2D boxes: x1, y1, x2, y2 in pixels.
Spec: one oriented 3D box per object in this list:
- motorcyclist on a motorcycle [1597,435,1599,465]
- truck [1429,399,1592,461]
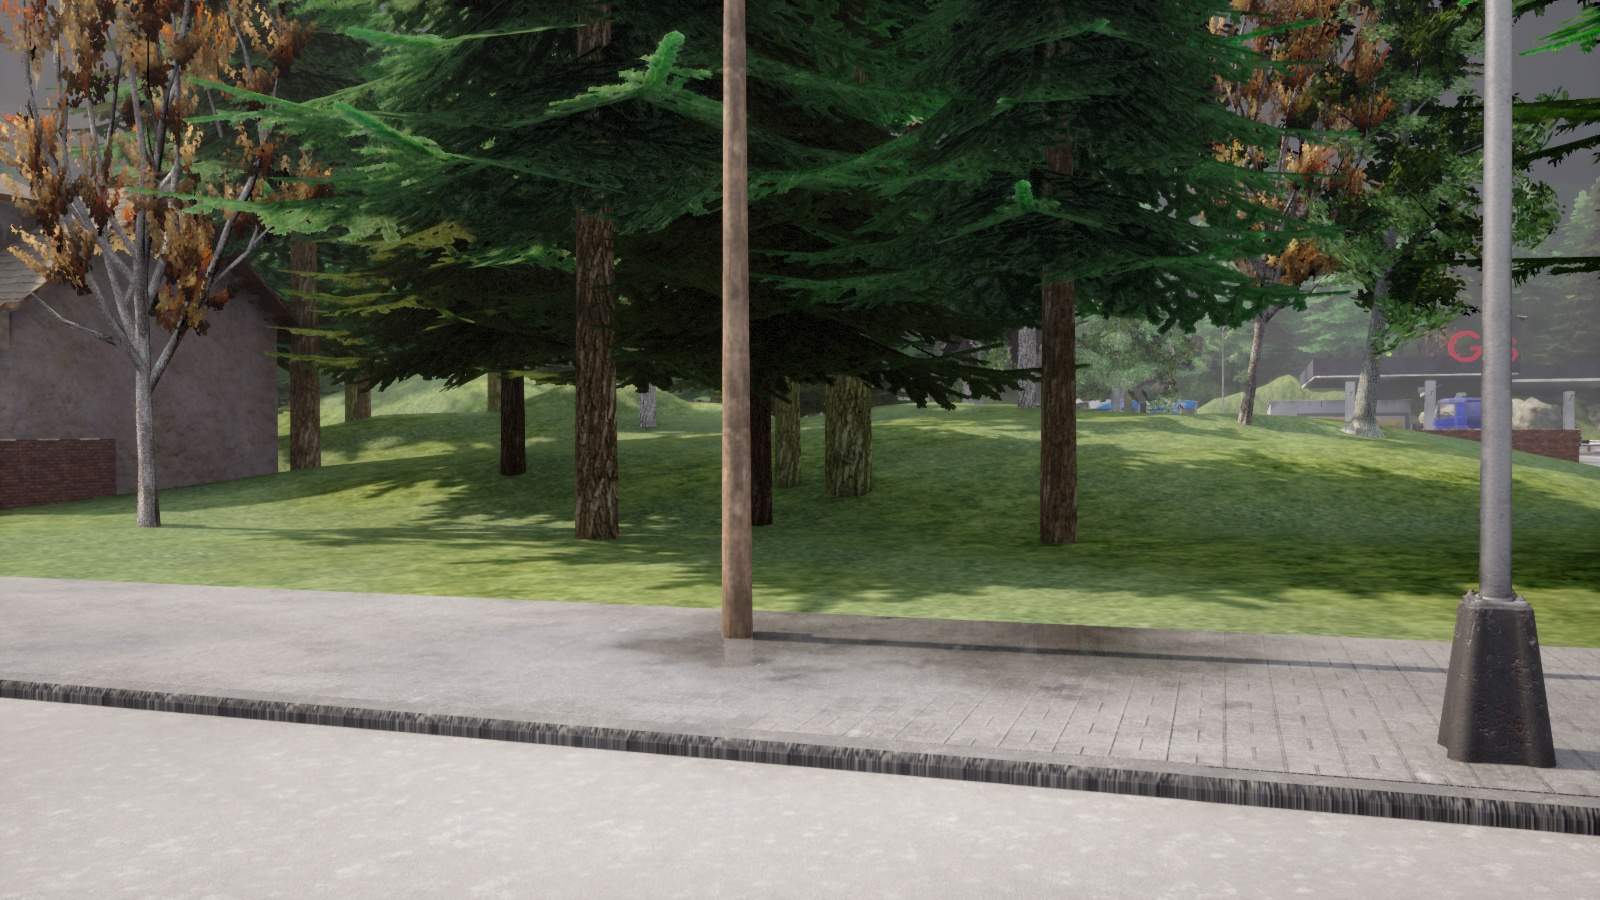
[{"bbox_3d":[40.542,0.013,62.512,0.866,1.530,2.191,0,1,15],"label":"motorcyclist on a motorcycle"},{"bbox_3d":[42.064,-1.191,74.673,2.891,3.462,7.936,0,1,-34],"label":"truck"}]
